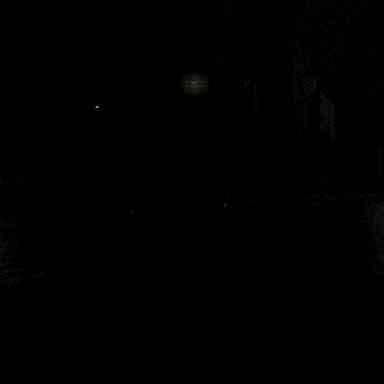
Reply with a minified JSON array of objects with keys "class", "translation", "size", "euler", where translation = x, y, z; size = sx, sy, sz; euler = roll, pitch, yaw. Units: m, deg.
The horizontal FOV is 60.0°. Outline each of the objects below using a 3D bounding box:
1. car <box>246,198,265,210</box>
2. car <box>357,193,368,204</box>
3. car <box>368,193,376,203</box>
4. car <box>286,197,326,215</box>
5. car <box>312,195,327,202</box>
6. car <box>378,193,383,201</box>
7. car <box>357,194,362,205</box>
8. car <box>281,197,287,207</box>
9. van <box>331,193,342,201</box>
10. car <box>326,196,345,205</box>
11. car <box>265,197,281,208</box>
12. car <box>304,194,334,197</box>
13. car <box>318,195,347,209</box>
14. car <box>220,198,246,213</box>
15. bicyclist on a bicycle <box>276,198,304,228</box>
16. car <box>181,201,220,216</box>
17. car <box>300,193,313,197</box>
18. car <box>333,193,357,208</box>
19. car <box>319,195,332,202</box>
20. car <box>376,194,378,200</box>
[{"class":"car","translation":[7.057,1.490,40.951],"size":[1.802,1.307,4.206],"euler":[0,0,35]},{"class":"car","translation":[26.916,1.115,54.617],"size":[2.192,1.841,5.009],"euler":[0,0,35]},{"class":"car","translation":[33.346,1.096,63.882],"size":[2.192,1.841,5.009],"euler":[0,0,35]},{"class":"car","translation":[10.843,1.422,31.453],"size":[1.947,1.339,4.313],"euler":[0,0,35]},{"class":"car","translation":[26.350,1.413,68.750],"size":[1.947,1.339,4.313],"euler":[0,0,35]},{"class":"car","translation":[42.991,1.355,77.778],"size":[1.802,1.307,4.206],"euler":[-1,0,35]},{"class":"car","translation":[23.702,1.375,49.983],"size":[1.947,1.339,4.313],"euler":[0,0,35]},{"class":"car","translation":[13.488,1.451,50.218],"size":[1.947,1.339,4.313],"euler":[0,0,35]},{"class":"van","translation":[35.993,1.180,82.650],"size":[1.690,1.788,3.998],"euler":[-1,0,35]},{"class":"car","translation":[23.286,1.350,53.893],"size":[1.812,1.442,4.674],"euler":[-1,0,35]},{"class":"car","translation":[10.175,1.421,45.444],"size":[1.752,1.417,4.829],"euler":[0,0,35]},{"class":"car","translation":[17.422,1.333,45.441],"size":[2.128,1.511,4.902],"euler":[-1,0,35]},{"class":"car","translation":[17.272,1.374,40.719],"size":[1.887,1.381,4.507],"euler":[0,0,35]},{"class":"car","translation":[3.841,1.362,36.318],"size":[1.967,1.590,4.097],"euler":[0,0,35]},{"class":"bicyclist on a bicycle","translation":[5.361,1.175,18.359],"size":[1.656,1.620,0.582],"euler":[-1,0,35]},{"class":"car","translation":[0.627,1.520,31.685],"size":[1.802,1.307,4.206],"euler":[0,0,35]},{"class":"car","translation":[19.918,1.410,59.484],"size":[1.887,1.381,4.507],"euler":[0,0,35]},{"class":"car","translation":[20.486,1.134,45.352],"size":[2.192,1.841,5.009],"euler":[0,0,35]},{"class":"car","translation":[29.564,1.422,73.382],"size":[1.802,1.307,4.206],"euler":[0,0,35]},{"class":"car","translation":[36.659,1.299,68.653],"size":[1.752,1.417,4.829],"euler":[0,0,35]}]
